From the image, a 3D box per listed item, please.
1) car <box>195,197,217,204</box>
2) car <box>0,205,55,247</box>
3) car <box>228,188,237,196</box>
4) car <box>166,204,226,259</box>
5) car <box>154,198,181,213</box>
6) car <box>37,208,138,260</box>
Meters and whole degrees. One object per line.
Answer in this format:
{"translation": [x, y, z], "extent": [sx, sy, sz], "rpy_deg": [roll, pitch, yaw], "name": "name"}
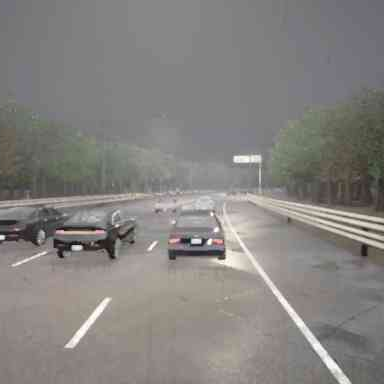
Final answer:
{"translation": [1.244, 1.142, 30.387], "extent": [1.812, 1.442, 4.674], "rpy_deg": [0, 1, 5], "name": "car"}
{"translation": [-6.595, 1.312, 14.078], "extent": [1.837, 1.490, 4.892], "rpy_deg": [0, 1, 2], "name": "car"}
{"translation": [11.367, -0.017, 93.912], "extent": [2.150, 2.045, 5.566], "rpy_deg": [0, 1, 14], "name": "car"}
{"translation": [0.206, 1.396, 11.844], "extent": [2.033, 1.411, 5.357], "rpy_deg": [0, 1, 2], "name": "car"}
{"translation": [-2.143, 1.206, 30.661], "extent": [1.895, 1.301, 4.718], "rpy_deg": [0, 1, 4], "name": "car"}
{"translation": [-3.168, 1.334, 11.794], "extent": [2.128, 1.511, 4.902], "rpy_deg": [0, 1, 2], "name": "car"}
